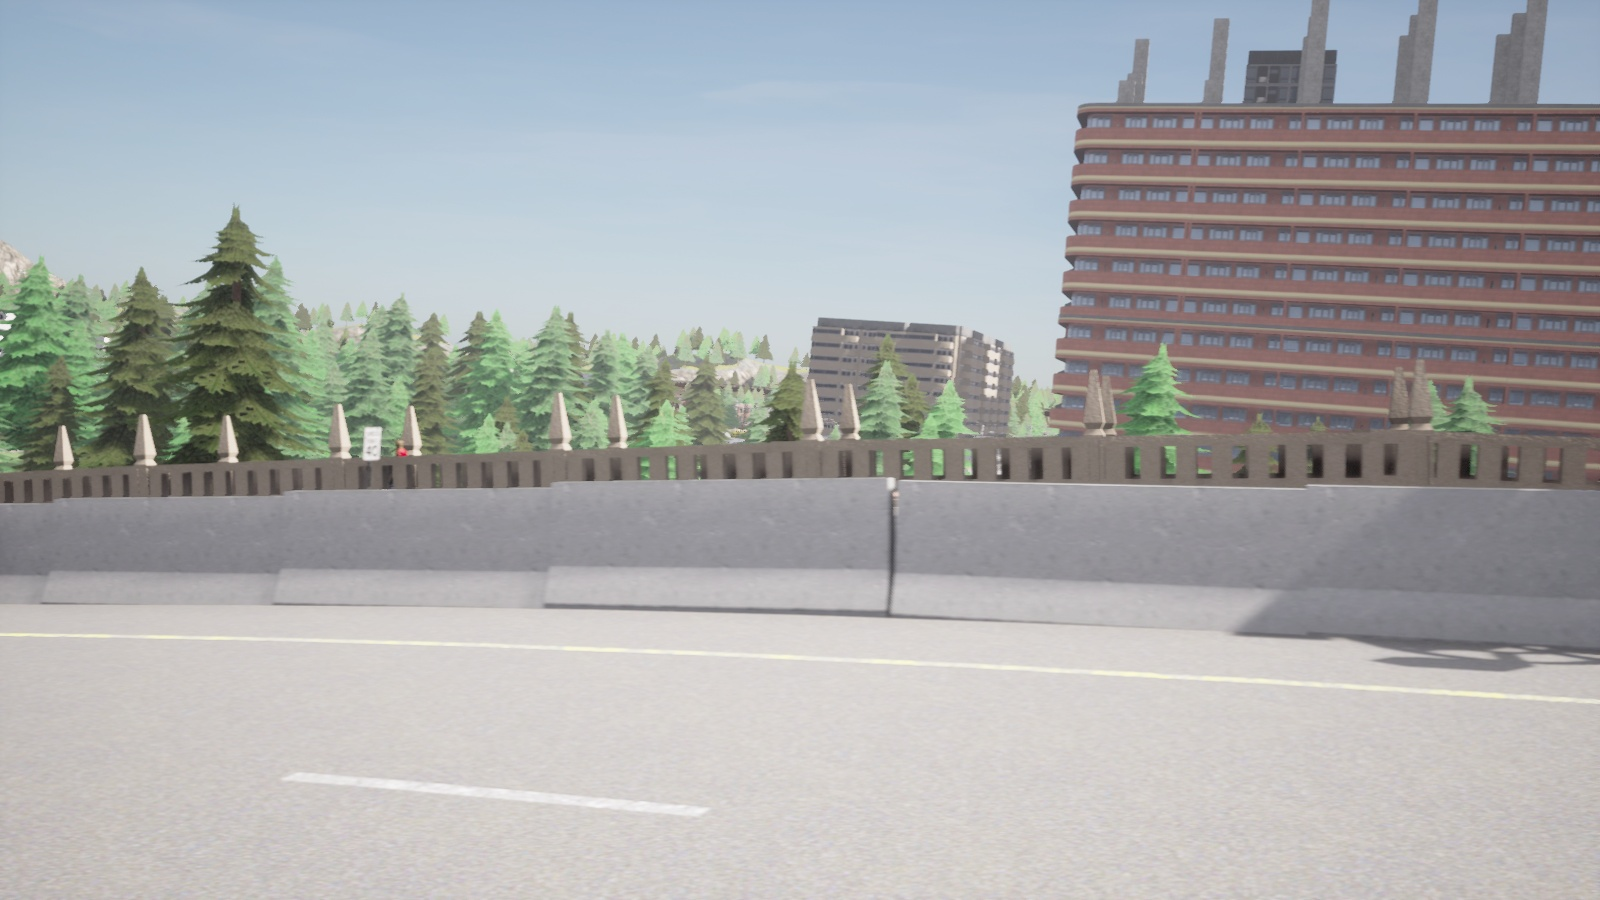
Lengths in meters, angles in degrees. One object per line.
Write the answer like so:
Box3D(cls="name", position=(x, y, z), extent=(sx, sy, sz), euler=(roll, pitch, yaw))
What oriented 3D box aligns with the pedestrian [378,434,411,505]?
Box3D(cls="pedestrian", position=(-10.822, 0.513, 33.484), extent=(0.636, 1.846, 0.331), euler=(6, 3, 19))
